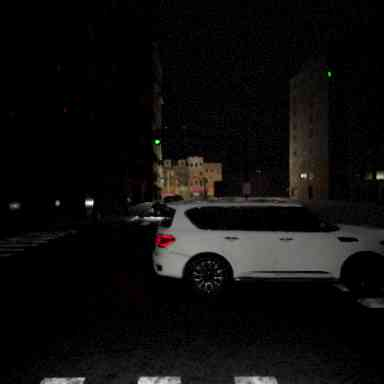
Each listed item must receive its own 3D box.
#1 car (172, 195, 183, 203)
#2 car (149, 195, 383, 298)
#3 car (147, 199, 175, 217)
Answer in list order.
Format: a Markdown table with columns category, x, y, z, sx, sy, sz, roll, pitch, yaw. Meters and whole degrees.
| category | x | y | z | sx | sy | sz | roll | pitch | yaw |
| --- | --- | --- | --- | --- | --- | --- | --- | --- | --- |
| car | -2.717 | 1.283 | 62.032 | 1.837 | 1.490 | 4.892 | 0 | 0 | 0 |
| car | 1.850 | 1.187 | 7.934 | 5.566 | 2.045 | 2.150 | -1 | 0 | 0 |
| car | -2.798 | 1.413 | 31.132 | 2.033 | 1.411 | 5.357 | 0 | 0 | 0 |
